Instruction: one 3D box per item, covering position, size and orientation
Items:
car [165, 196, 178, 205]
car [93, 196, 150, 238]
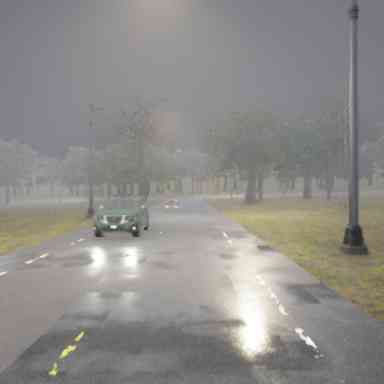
[{"bbox_3d":[-3.547,1.465,59.435,2.097,1.767,4.553,0,0,1],"label":"car"},{"bbox_3d":[-3.602,1.249,18.029,2.150,2.045,5.566,0,0,0],"label":"car"}]
